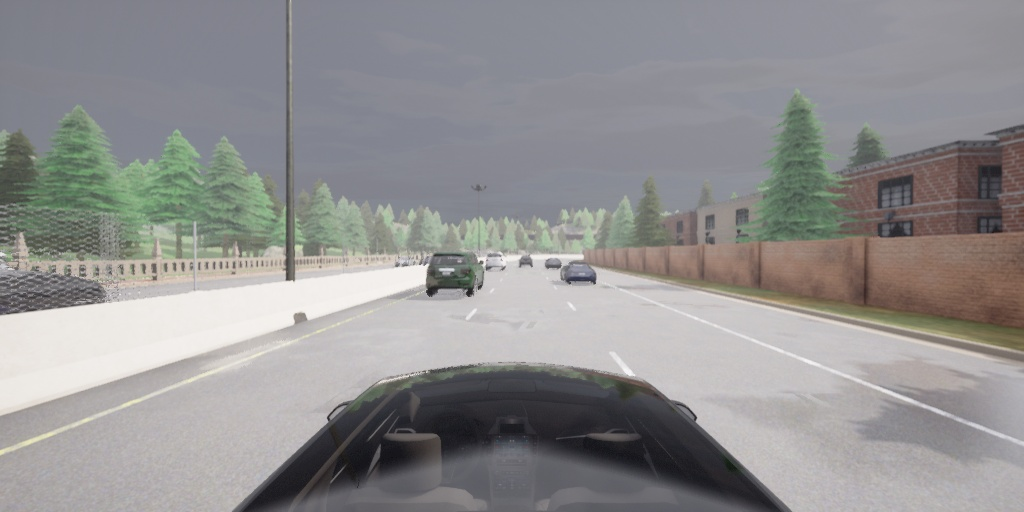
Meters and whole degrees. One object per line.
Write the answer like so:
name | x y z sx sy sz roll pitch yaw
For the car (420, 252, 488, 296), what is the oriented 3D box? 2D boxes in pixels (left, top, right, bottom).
car | -2.736 0.818 18.184 2.150 2.045 5.566 0 1 2

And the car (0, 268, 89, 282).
car | -13.776 1.173 9.192 1.837 1.490 4.892 0 1 2

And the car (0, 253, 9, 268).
car | -17.271 0.885 9.390 2.150 2.045 5.566 0 1 2

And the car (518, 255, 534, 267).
car | 1.986 0.797 51.323 1.837 1.490 4.892 0 0 2

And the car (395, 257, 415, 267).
car | -15.577 0.839 52.659 1.812 1.442 4.674 0 1 2

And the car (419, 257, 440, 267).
car | -12.080 0.843 52.530 1.812 1.442 4.674 0 1 2

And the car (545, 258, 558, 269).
car | 5.298 0.910 46.163 1.994 1.385 4.181 0 0 2

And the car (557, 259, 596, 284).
car | 4.509 1.107 24.710 1.994 1.385 4.181 0 1 2

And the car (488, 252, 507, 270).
car | -1.848 0.597 42.311 2.150 2.045 5.566 0 1 2

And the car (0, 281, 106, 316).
car | -10.395 1.303 5.898 1.895 1.301 4.718 0 1 2
